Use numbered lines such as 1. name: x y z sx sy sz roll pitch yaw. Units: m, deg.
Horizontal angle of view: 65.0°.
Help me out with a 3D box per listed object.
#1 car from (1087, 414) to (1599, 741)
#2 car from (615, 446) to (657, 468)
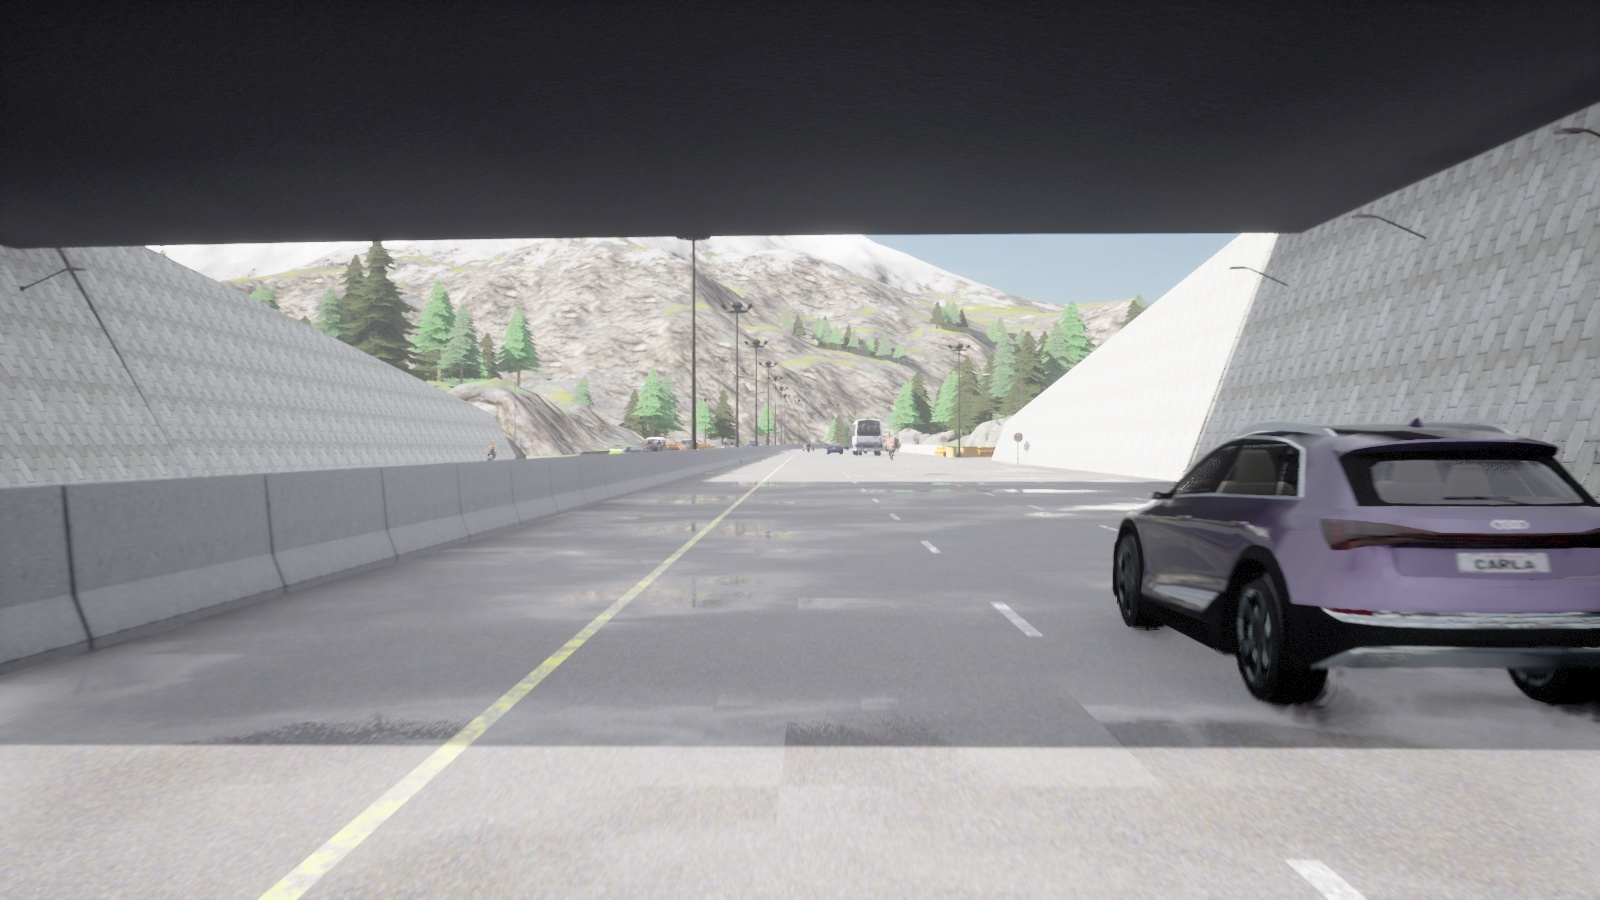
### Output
1. car: 3.565 0.630 8.759 2.033 1.649 4.856 0 0 0
2. car: -9.994 0.406 76.781 1.895 1.301 4.718 0 0 0
